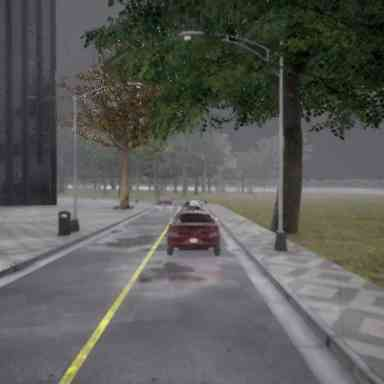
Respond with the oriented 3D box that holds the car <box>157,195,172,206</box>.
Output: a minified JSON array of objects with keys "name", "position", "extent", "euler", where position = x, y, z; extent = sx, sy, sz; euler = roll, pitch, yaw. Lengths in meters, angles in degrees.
[{"name":"car","position":[-4.178,1.243,50.106],"extent":[1.882,1.535,5.008],"euler":[0,0,-12]}]

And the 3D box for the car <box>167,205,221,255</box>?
[{"name":"car","position":[0.068,1.458,13.296],"extent":[1.882,1.535,5.008],"euler":[0,-1,0]}]

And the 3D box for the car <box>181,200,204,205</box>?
[{"name":"car","position":[0.033,1.438,28.718],"extent":[1.812,1.442,4.674],"euler":[0,0,0]}]
